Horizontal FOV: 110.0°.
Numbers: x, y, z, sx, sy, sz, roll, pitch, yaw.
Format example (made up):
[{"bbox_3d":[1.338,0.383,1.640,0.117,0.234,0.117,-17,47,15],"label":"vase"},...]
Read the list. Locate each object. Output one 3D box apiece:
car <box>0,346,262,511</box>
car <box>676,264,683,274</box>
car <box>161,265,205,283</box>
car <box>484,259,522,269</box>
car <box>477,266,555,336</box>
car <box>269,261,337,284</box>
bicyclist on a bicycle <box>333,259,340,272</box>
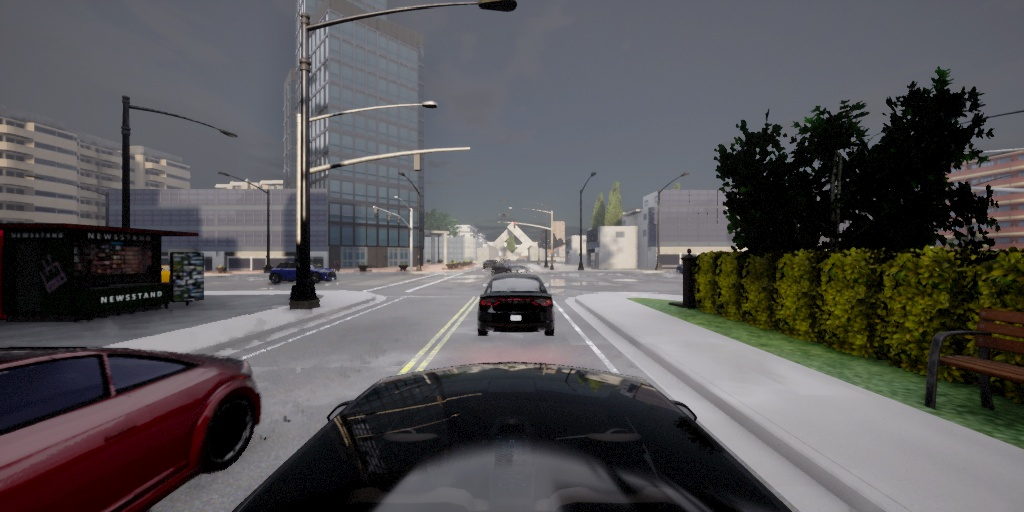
[{"bbox_3d":[-3.601,1.314,2.005,1.994,1.385,4.181,0,0,0],"label":"car"},{"bbox_3d":[20.294,1.056,38.904,4.553,1.767,2.097,0,0,0],"label":"car"},{"bbox_3d":[-26.991,1.462,28.050,5.008,1.535,1.882,-1,0,0],"label":"car"},{"bbox_3d":[-0.309,1.256,33.503,2.128,1.511,4.902,-1,0,-30],"label":"car"},{"bbox_3d":[0.114,1.228,10.474,1.882,1.535,5.008,0,0,1],"label":"car"},{"bbox_3d":[-16.274,1.210,28.084,4.553,1.767,2.097,-1,0,0],"label":"car"},{"bbox_3d":[-21.803,1.216,44.543,0.582,1.620,1.656,-1,0,0],"label":"bicyclist on a bicycle"}]
